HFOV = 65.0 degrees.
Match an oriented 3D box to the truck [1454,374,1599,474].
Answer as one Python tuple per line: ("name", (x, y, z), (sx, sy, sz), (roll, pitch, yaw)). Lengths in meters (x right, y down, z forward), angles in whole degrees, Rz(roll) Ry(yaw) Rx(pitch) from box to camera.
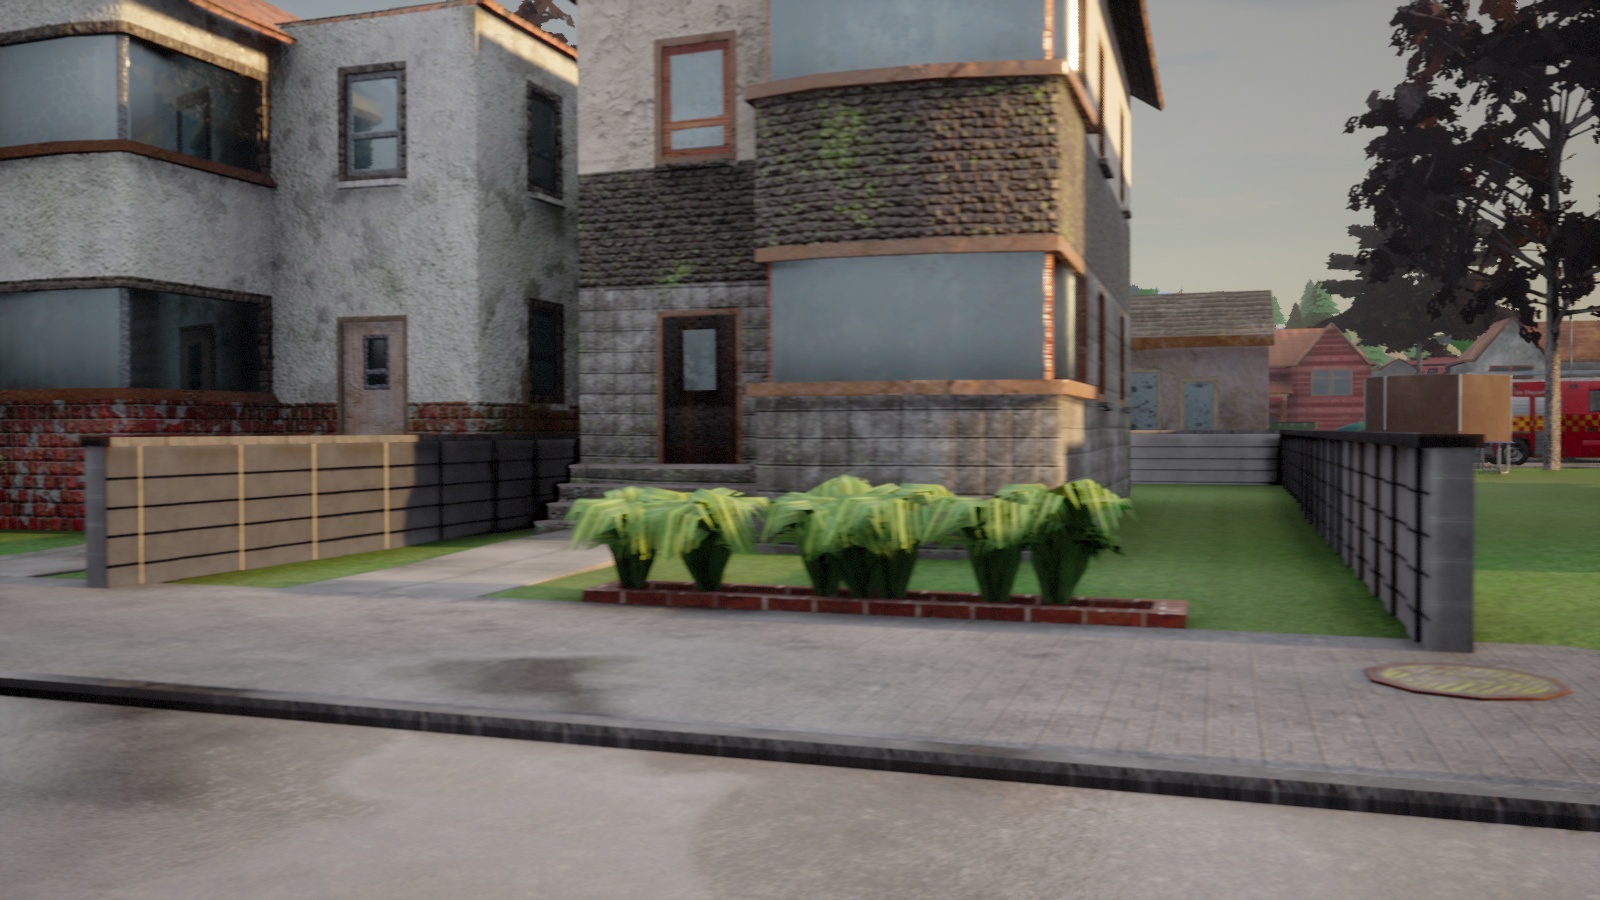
("truck", (30.924, -1.019, 49.773), (8.468, 3.827, 2.891), (1, 1, 19))
